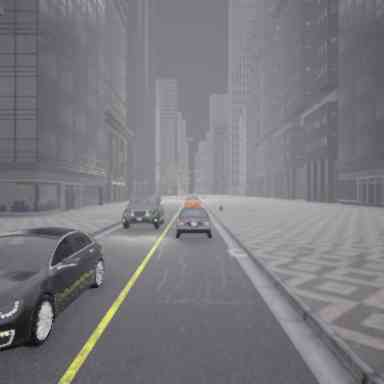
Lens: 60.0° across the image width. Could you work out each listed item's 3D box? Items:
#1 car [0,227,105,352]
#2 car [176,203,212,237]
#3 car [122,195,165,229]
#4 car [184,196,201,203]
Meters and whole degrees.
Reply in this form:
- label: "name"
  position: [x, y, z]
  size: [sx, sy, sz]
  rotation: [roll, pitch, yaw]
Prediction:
- label: "car"
  position: [-3.067, 1.500, 6.384]
  size: [1.837, 1.490, 4.892]
  rotation: [0, 0, 0]
- label: "car"
  position: [0.089, 1.527, 17.940]
  size: [2.033, 1.411, 5.357]
  rotation: [0, 0, 0]
- label: "car"
  position: [-3.004, 1.196, 21.797]
  size: [2.150, 2.045, 5.566]
  rotation: [0, 0, 0]
- label: "car"
  position: [0.089, 1.297, 41.980]
  size: [2.097, 1.767, 4.553]
  rotation: [0, 0, 0]
